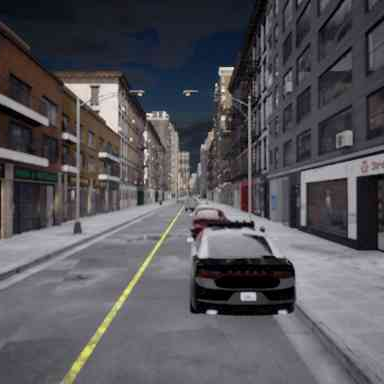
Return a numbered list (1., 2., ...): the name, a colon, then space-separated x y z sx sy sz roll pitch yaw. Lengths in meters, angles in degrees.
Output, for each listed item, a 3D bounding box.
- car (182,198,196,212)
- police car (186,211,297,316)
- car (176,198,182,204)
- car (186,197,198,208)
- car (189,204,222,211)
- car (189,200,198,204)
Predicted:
1. car: 0.012 1.888 44.686 2.033 1.411 5.357 0 0 0
2. police car: 0.901 1.480 7.894 1.930 1.638 5.238 0 0 0
3. car: -3.011 2.293 84.837 1.812 1.442 4.674 0 -1 0
4. car: -0.006 1.816 57.910 2.097 1.767 4.553 0 -1 0
5. car: 0.900 1.604 17.783 1.882 1.535 5.008 0 0 0
6. car: 0.899 1.628 23.974 1.801 1.575 5.366 0 0 0
